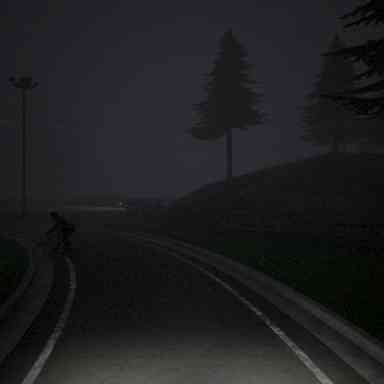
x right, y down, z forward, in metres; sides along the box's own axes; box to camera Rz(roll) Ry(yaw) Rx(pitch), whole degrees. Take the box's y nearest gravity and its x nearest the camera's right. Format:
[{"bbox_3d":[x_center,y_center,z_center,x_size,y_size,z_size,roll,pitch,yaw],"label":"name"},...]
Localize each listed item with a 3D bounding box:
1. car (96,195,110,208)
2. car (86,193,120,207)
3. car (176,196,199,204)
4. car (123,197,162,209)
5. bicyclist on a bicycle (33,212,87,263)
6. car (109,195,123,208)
[{"bbox_3d":[-11.349,1.524,49.303,4.674,1.442,1.812,0,0,-44],"label":"car"},{"bbox_3d":[-13.660,1.221,51.946,5.566,2.045,2.150,0,0,-44],"label":"car"},{"bbox_3d":[-0.847,1.505,64.255,4.892,1.490,1.837,1,0,-43],"label":"car"},{"bbox_3d":[-6.269,1.504,44.487,4.892,1.490,1.837,0,0,-44],"label":"car"},{"bbox_3d":[-4.285,1.453,10.802,1.656,1.620,0.582,-2,1,-29],"label":"bicyclist on a bicycle"},{"bbox_3d":[-8.706,1.504,46.998,4.892,1.490,1.837,0,0,-44],"label":"car"}]
